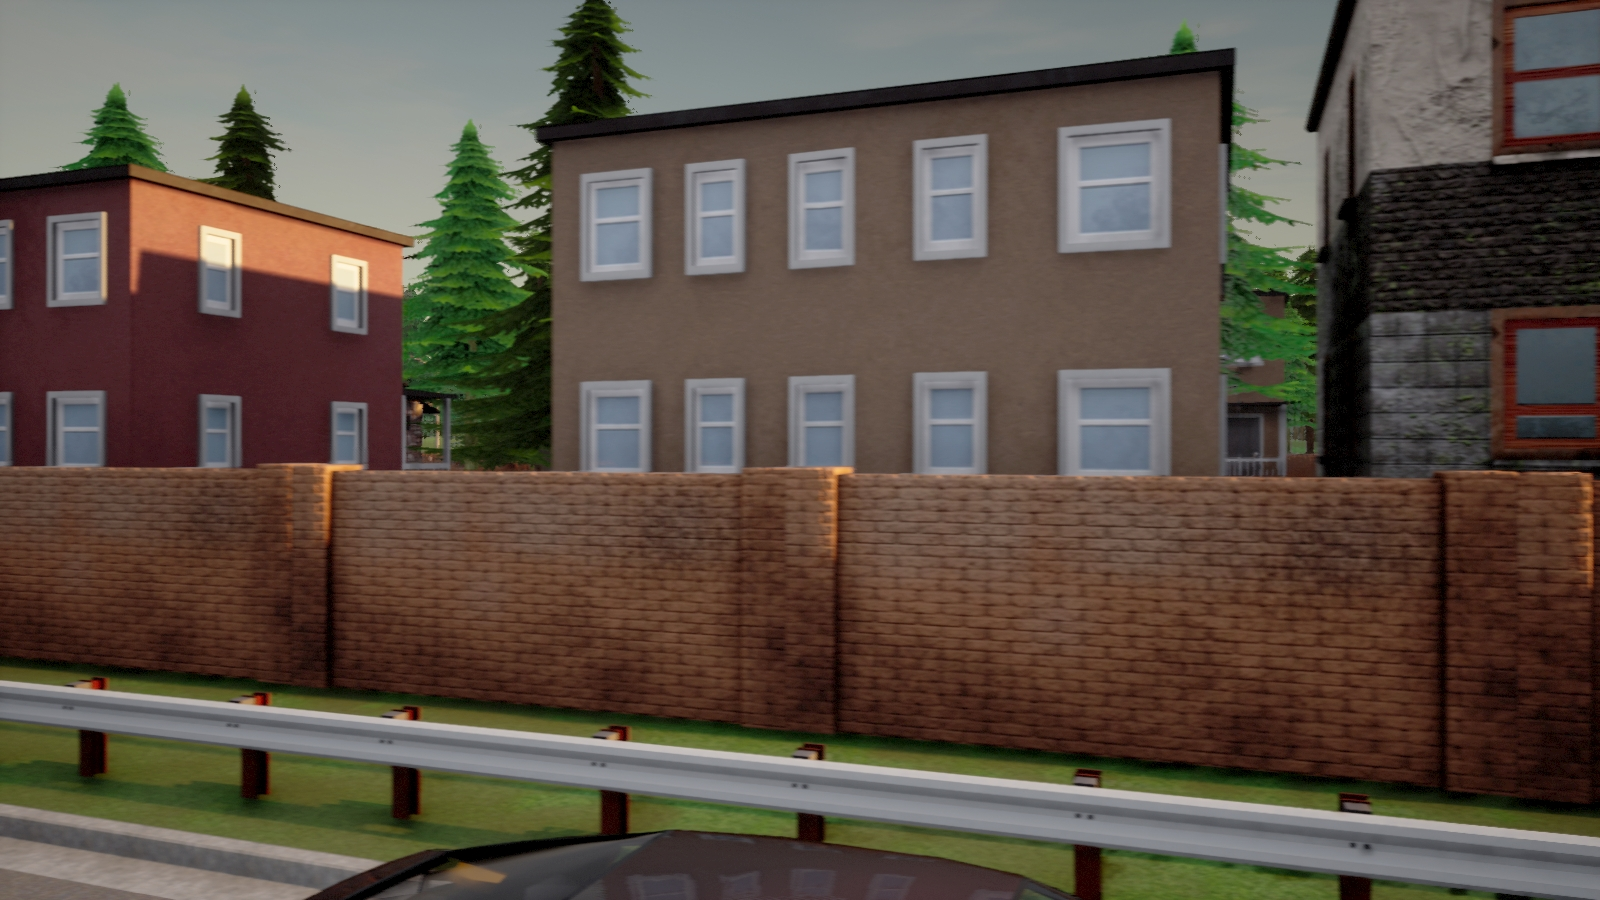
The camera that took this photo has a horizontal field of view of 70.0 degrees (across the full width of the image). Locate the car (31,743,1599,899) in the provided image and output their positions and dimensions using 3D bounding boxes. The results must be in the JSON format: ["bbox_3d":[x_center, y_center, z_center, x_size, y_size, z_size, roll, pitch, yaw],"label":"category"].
[{"bbox_3d":[0.238,2.037,3.217,4.514,1.525,2.007,0,0,20],"label":"car"}]
